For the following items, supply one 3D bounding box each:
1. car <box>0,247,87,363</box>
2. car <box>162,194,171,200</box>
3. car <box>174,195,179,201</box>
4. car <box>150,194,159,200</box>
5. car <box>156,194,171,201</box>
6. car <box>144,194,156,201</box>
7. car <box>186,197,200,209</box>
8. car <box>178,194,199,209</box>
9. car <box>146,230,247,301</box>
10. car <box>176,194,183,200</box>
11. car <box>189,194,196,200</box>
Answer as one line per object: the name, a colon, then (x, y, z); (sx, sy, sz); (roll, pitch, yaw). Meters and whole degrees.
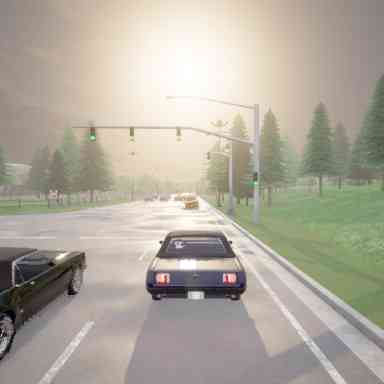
car: (-3.389, 1.601, 5.716); (1.895, 1.301, 4.718); (0, 0, 0)
car: (-6.819, 1.372, 91.022); (2.033, 1.411, 5.357); (0, 0, 0)
car: (-3.339, 1.545, 81.012); (1.994, 1.385, 4.181); (0, 0, 0)
car: (-10.319, 1.332, 91.029); (1.837, 1.490, 4.892); (0, 0, 0)
car: (-6.840, 1.531, 80.602); (2.033, 1.411, 5.357); (0, 0, 0)
car: (-10.340, 1.531, 80.609); (2.033, 1.411, 5.357); (0, 0, 0)
car: (0.096, 1.591, 49.966); (2.033, 1.411, 5.357); (0, 2, 0)
car: (-0.330, 1.057, 46.582); (1.882, 1.535, 5.008); (-11, 16, -7)
car: (0.096, 1.601, 8.301); (1.895, 1.301, 4.718); (0, 0, 0)
car: (-3.319, 1.357, 91.015); (1.812, 1.442, 4.674); (0, 0, 0)
car: (0.181, 1.372, 91.008); (2.033, 1.411, 5.357); (0, 0, 0)
